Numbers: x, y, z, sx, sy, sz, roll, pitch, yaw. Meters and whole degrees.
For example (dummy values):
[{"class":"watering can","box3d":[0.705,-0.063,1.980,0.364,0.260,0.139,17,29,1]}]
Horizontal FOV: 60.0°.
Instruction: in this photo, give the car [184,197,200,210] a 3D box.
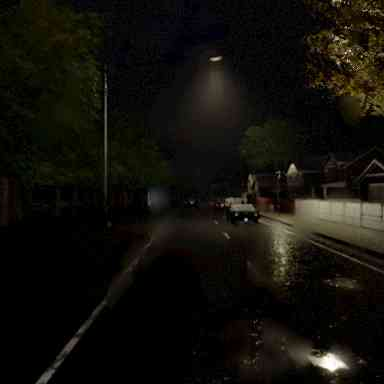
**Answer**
[{"class":"car","box3d":[0.011,1.490,44.716,2.097,1.767,4.553,0,-1,0]}]

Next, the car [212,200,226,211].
[{"class":"car","box3d":[3.558,1.637,41.368,2.033,1.411,5.357,0,-1,0]}]

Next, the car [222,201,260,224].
[{"class":"car","box3d":[3.576,1.542,24.211,1.895,1.301,4.718,0,0,0]}]

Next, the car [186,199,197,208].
[{"class":"car","box3d":[-0.054,1.805,54.236,1.812,1.442,4.674,0,-1,0]}]
